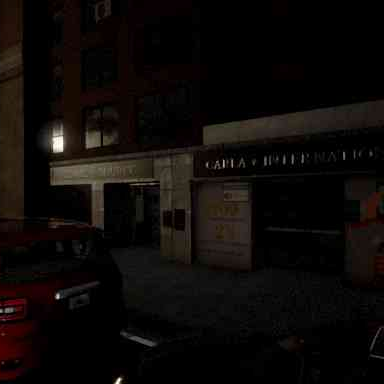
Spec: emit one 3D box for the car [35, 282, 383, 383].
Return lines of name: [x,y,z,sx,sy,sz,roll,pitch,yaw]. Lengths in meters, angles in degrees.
car: [1.248,1.551,1.965,4.403,1.369,2.008,0,-1,35]

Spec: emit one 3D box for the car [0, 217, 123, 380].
car: [-3.214,1.318,5.148,5.009,1.841,2.192,0,-1,35]
